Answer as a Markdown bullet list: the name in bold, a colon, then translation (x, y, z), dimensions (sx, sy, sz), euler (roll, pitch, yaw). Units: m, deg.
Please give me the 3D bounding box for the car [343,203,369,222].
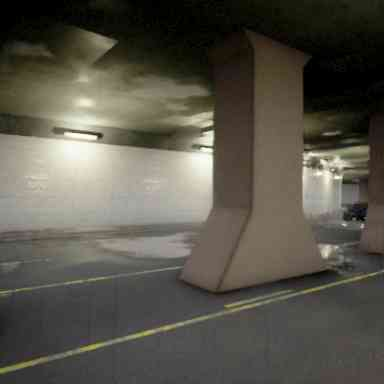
- **car**: translation (15.201, 1.741, 29.660), dimensions (2.097, 1.767, 4.553), euler (0, -1, 43)
